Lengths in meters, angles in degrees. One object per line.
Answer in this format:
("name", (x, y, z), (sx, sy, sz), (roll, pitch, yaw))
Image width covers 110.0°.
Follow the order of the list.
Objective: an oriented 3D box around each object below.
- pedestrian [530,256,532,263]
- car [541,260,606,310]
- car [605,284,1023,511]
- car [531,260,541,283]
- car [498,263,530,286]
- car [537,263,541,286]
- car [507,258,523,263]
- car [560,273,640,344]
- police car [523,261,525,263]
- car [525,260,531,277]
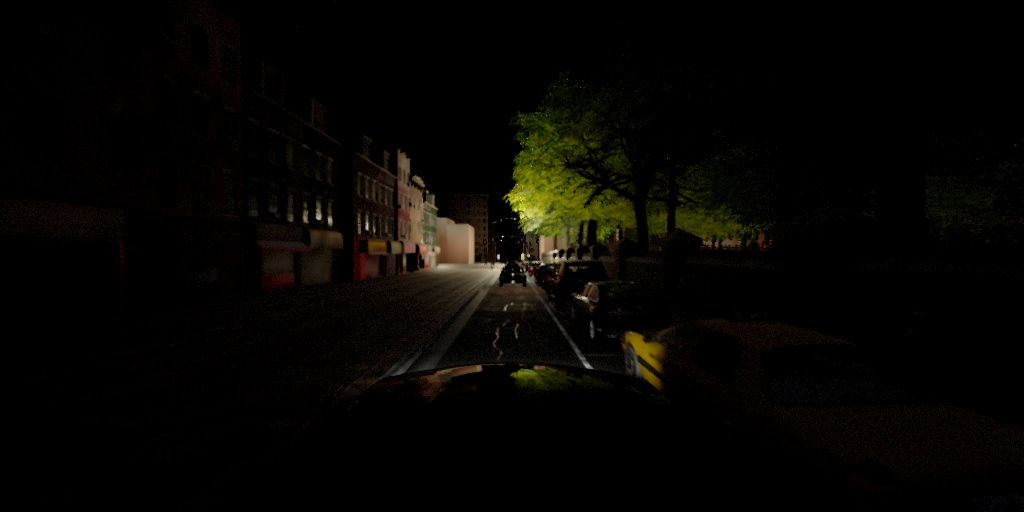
("pedestrian", (2.750, 0.946, 51.501), (0.375, 1.860, 0.375), (-1, 1, 0))
("car", (2.637, 1.085, 14.906), (2.192, 1.841, 5.009), (0, 0, 0))
("car", (2.637, 1.278, 4.175), (1.751, 1.417, 4.829), (0, 0, 0))
("car", (2.637, 1.238, 25.807), (1.967, 1.591, 4.097), (0, 0, 0))
("car", (0.063, 1.398, 25.445), (1.895, 1.301, 4.718), (0, 0, 0))
("car", (2.637, 1.309, 20.526), (1.751, 1.417, 4.829), (0, 0, 0))
("car", (0.084, 1.376, 45.342), (1.837, 1.490, 4.892), (0, 0, 0))
("car", (2.637, 1.310, 9.457), (2.007, 1.370, 4.403), (0, 0, 0))
("police car", (2.750, 1.311, 48.513), (1.930, 1.638, 5.238), (0, 0, 0))
("car", (2.637, 1.274, 36.706), (1.967, 1.591, 4.097), (0, 0, 0))
